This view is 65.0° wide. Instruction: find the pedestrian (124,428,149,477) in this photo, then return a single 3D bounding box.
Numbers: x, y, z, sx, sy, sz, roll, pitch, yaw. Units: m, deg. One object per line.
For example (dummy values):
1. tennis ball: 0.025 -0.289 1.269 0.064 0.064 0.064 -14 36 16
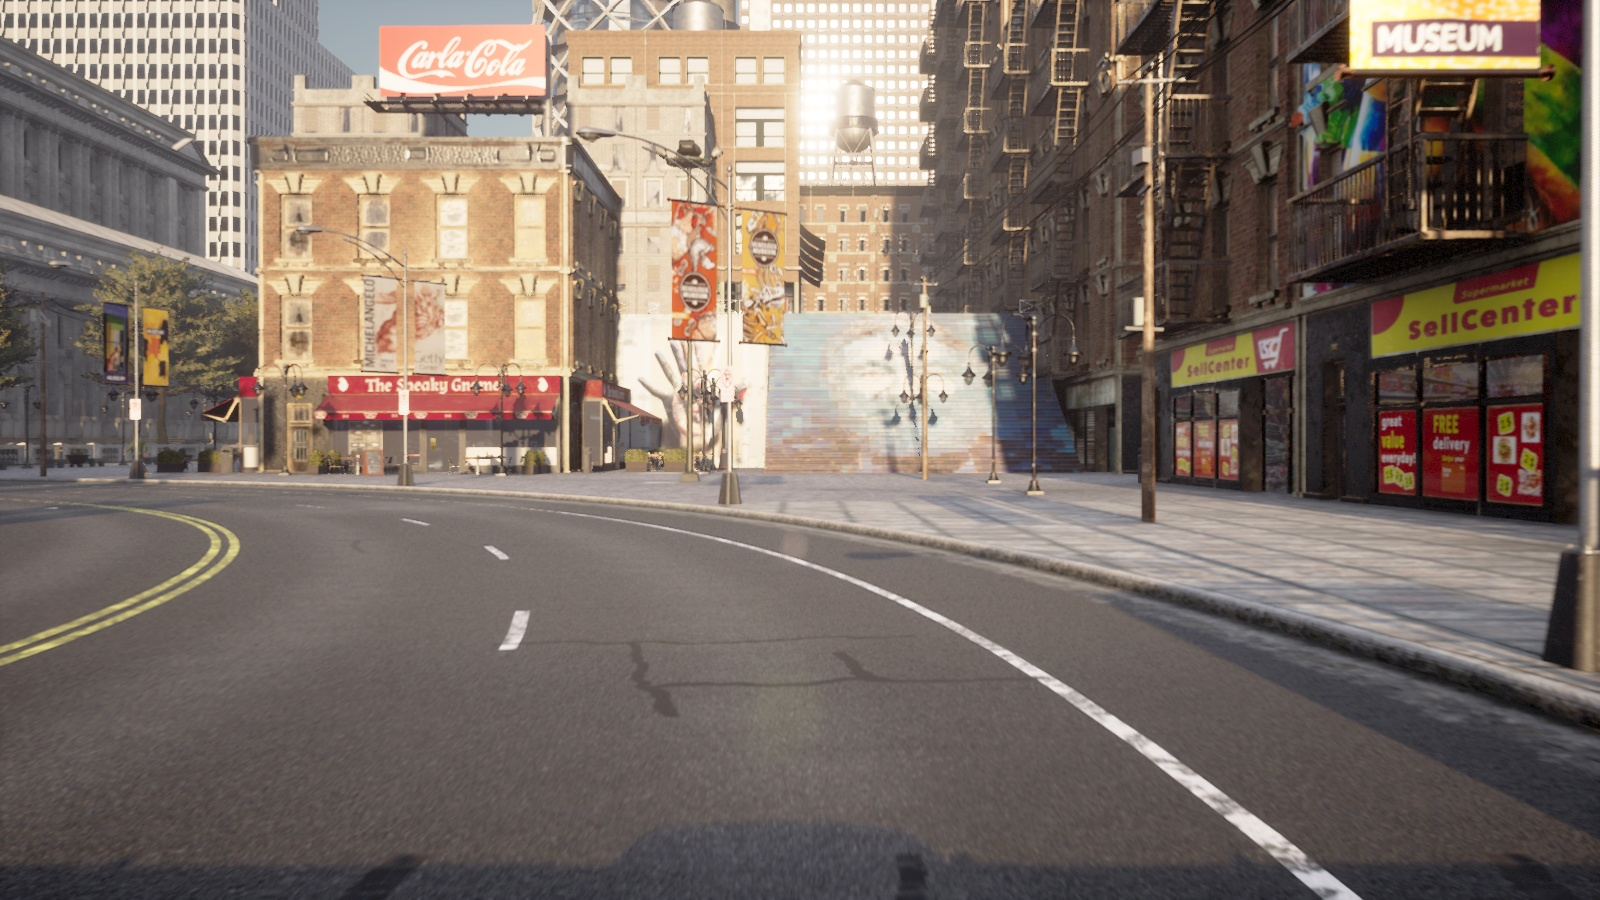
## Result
1. pedestrian: -26.593 0.100 50.332 0.788 1.949 0.423 0 0 17
